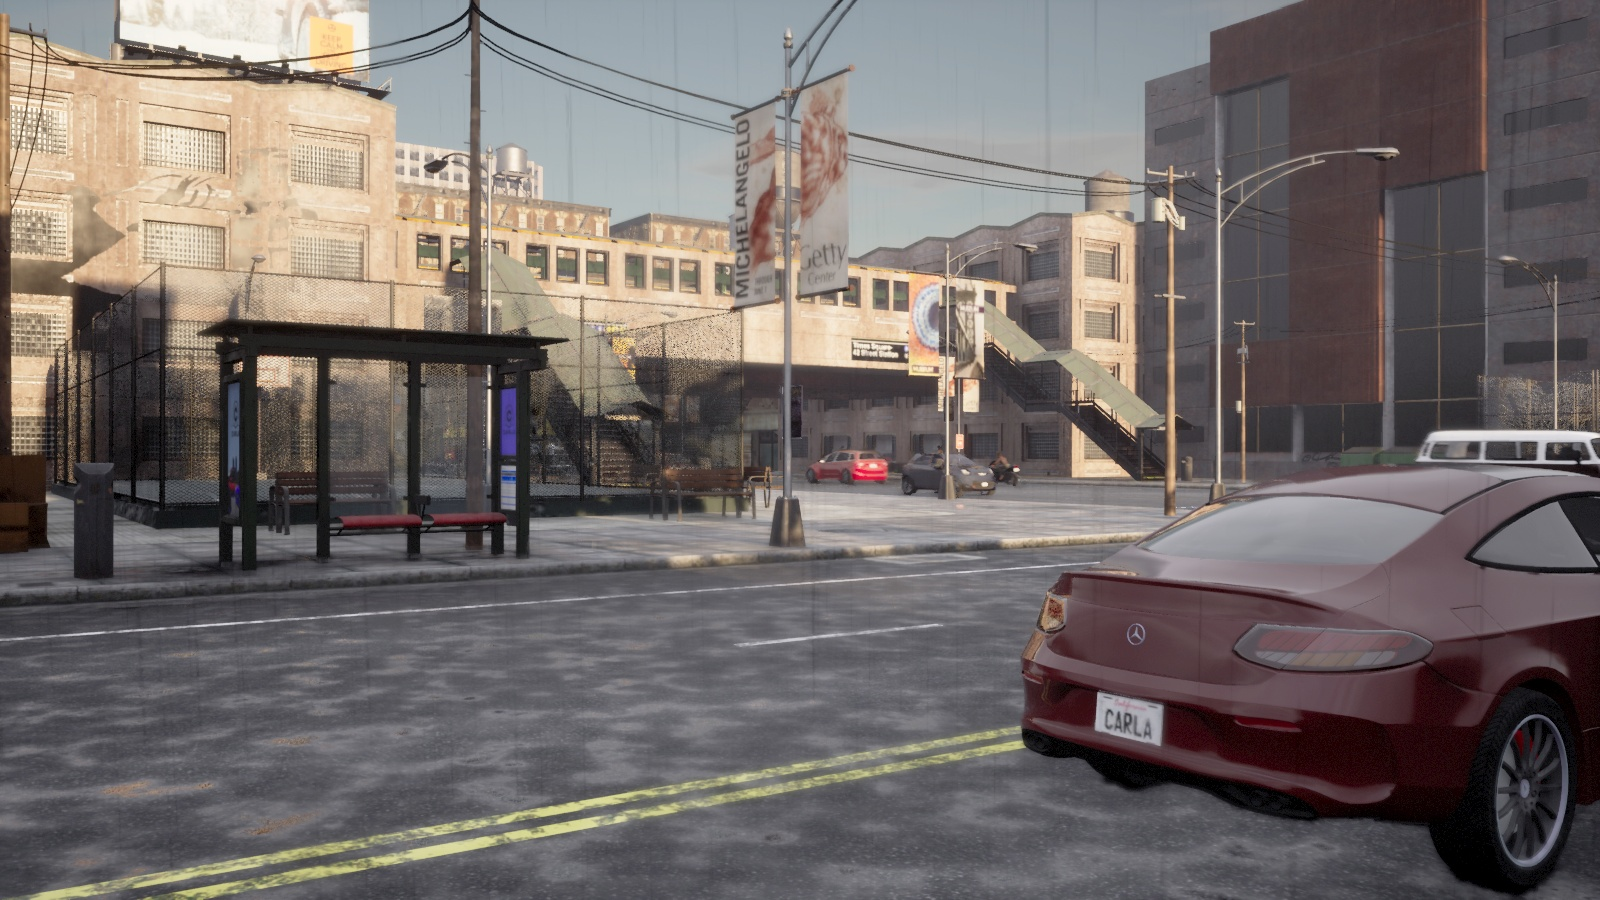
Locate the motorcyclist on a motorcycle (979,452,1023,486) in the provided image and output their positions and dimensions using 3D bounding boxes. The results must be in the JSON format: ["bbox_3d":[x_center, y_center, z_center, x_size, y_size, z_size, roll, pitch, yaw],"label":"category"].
[{"bbox_3d":[9.122,0.847,57.048,0.797,1.523,2.044,0,0,-34],"label":"motorcyclist on a motorcycle"}]

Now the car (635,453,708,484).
[{"bbox_3d":[-6.261,0.873,60.947,1.970,1.475,3.806,0,0,-34],"label":"car"}]

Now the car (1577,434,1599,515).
[{"bbox_3d":[20.179,0.568,28.502,1.905,1.878,3.866,0,0,-34],"label":"car"}]

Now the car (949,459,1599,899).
[{"bbox_3d":[3.046,0.778,5.767,4.674,1.442,1.812,0,0,-35],"label":"car"}]

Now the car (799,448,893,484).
[{"bbox_3d":[2.199,0.734,60.964,2.242,1.667,4.611,0,0,-34],"label":"car"}]

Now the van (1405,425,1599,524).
[{"bbox_3d":[16.240,0.502,28.060,2.069,2.038,4.480,0,0,-34],"label":"van"}]

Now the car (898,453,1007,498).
[{"bbox_3d":[5.300,0.855,44.041,1.845,1.501,3.633,0,0,-34],"label":"car"}]
